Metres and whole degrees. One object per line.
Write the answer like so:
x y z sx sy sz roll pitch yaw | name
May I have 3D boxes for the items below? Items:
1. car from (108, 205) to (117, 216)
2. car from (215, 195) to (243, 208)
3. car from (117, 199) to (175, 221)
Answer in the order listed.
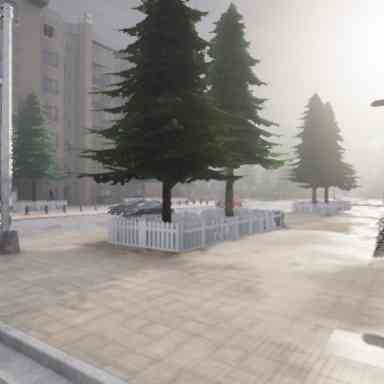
-4.857 1.346 29.561 2.033 1.411 5.357 1 0 34 | car
4.946 1.198 44.026 2.097 1.767 4.553 1 0 34 | car
-3.188 1.363 25.471 1.812 1.442 4.674 1 0 34 | car
